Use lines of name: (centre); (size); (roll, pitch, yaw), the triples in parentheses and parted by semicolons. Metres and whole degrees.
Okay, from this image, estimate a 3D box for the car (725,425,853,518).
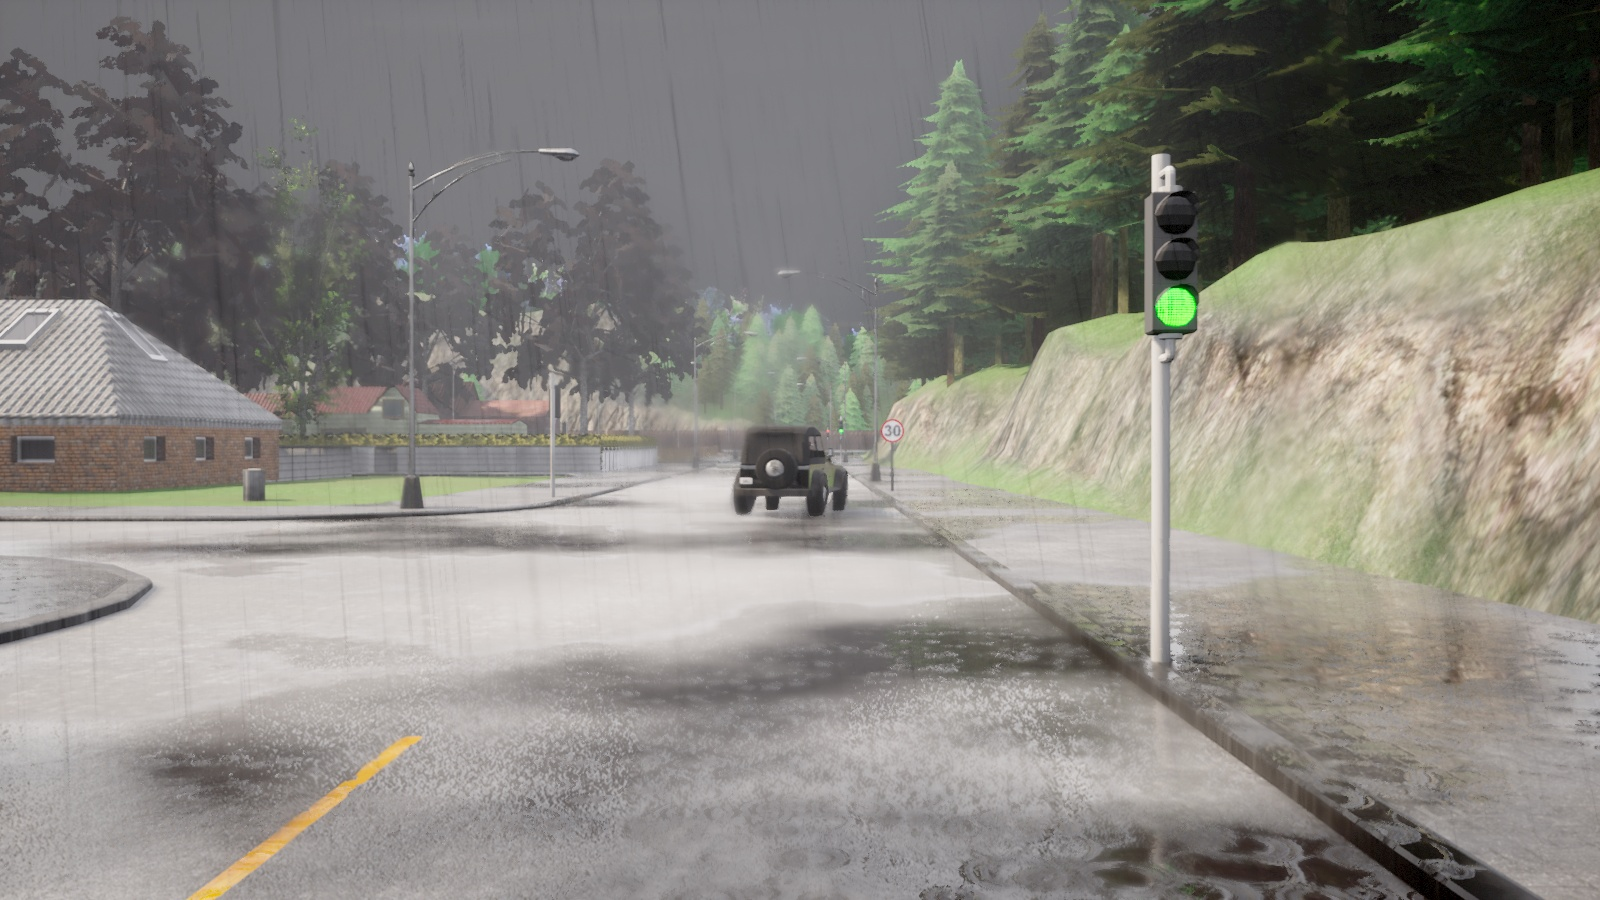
car: (-0.154, 0.417, 27.234); (1.905, 1.878, 3.866); (0, 0, 13)
